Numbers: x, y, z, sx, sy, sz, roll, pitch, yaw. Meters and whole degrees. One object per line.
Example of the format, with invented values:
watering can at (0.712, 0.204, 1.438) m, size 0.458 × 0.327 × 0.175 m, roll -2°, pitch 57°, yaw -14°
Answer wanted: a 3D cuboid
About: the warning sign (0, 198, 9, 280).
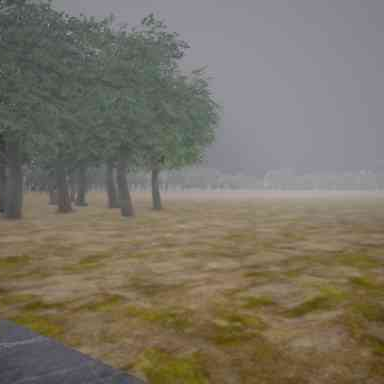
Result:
warning sign at (-5.141, 1.134, 7.550) m, size 1.060 × 1.860 × 1.300 m, roll -3°, pitch 1°, yaw 35°
